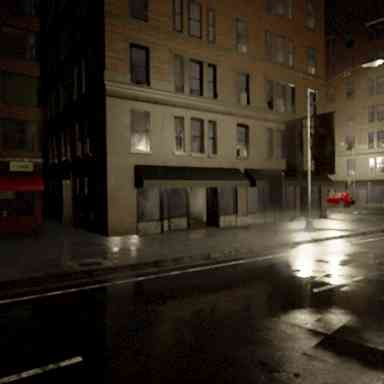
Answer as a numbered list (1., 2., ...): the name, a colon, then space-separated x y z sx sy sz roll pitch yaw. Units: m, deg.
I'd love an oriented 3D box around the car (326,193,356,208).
1. car: 17.564 1.003 41.290 2.192 1.841 5.009 -1 1 -44
